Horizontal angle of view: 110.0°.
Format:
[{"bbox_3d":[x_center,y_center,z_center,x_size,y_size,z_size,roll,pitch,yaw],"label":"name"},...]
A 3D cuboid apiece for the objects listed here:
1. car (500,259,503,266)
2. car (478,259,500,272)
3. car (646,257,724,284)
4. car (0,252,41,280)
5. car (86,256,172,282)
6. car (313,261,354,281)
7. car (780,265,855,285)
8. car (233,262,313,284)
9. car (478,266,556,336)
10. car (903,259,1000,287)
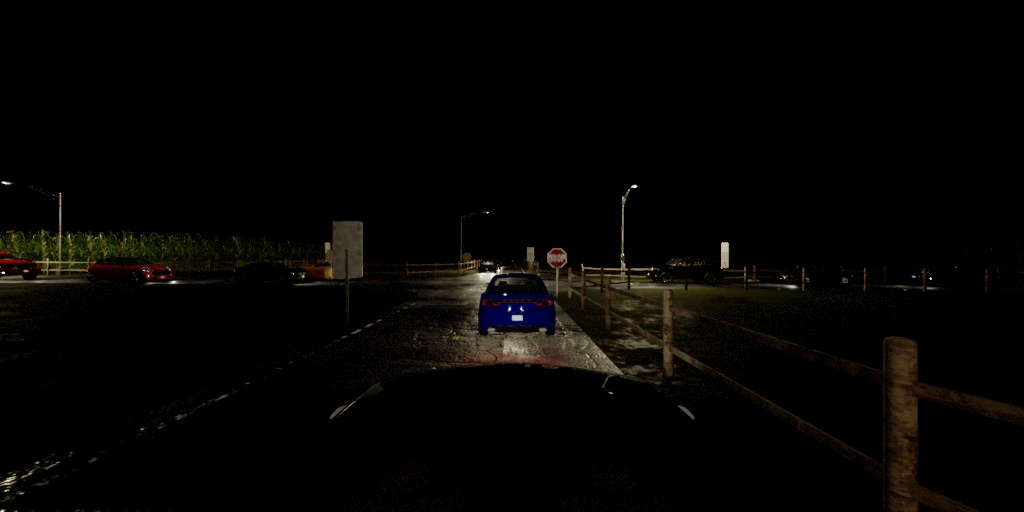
[{"bbox_3d":[-2.729,1.249,55.194,1.837,1.490,4.892,0,0,0],"label":"car"},{"bbox_3d":[-2.764,1.310,41.710,1.994,1.385,4.181,0,0,1],"label":"car"},{"bbox_3d":[13.402,1.087,27.888,5.566,2.045,2.150,0,0,1],"label":"car"},{"bbox_3d":[-37.296,0.692,25.515,5.566,2.045,2.150,0,0,1],"label":"car"},{"bbox_3d":[-26.958,0.903,25.390,4.553,1.767,2.097,0,0,1],"label":"car"},{"bbox_3d":[-14.405,1.119,28.100,5.008,1.535,1.882,0,1,-1],"label":"car"},{"bbox_3d":[23.560,1.458,27.755,4.892,1.490,1.837,1,0,1],"label":"car"},{"bbox_3d":[-17.026,1.155,25.272,4.674,1.442,1.812,0,0,1],"label":"car"},{"bbox_3d":[0.120,1.227,10.453,1.882,1.535,5.008,0,0,0],"label":"car"},{"bbox_3d":[33.764,1.267,27.629,5.566,2.045,2.150,1,0,1],"label":"car"}]
